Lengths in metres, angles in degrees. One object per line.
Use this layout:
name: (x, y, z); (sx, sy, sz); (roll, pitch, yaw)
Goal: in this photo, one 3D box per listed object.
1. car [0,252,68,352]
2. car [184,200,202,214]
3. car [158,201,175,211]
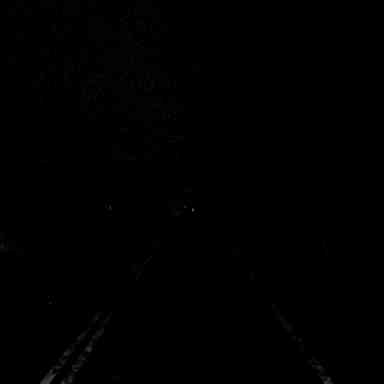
car: (-3.350, 1.575, 4.247); (2.033, 1.411, 5.357); (0, 0, 0)
car: (0.100, 1.731, 39.005); (1.837, 1.490, 4.892); (0, 0, 0)
car: (-3.341, 1.855, 44.165); (1.895, 1.301, 4.718); (0, 0, 0)
